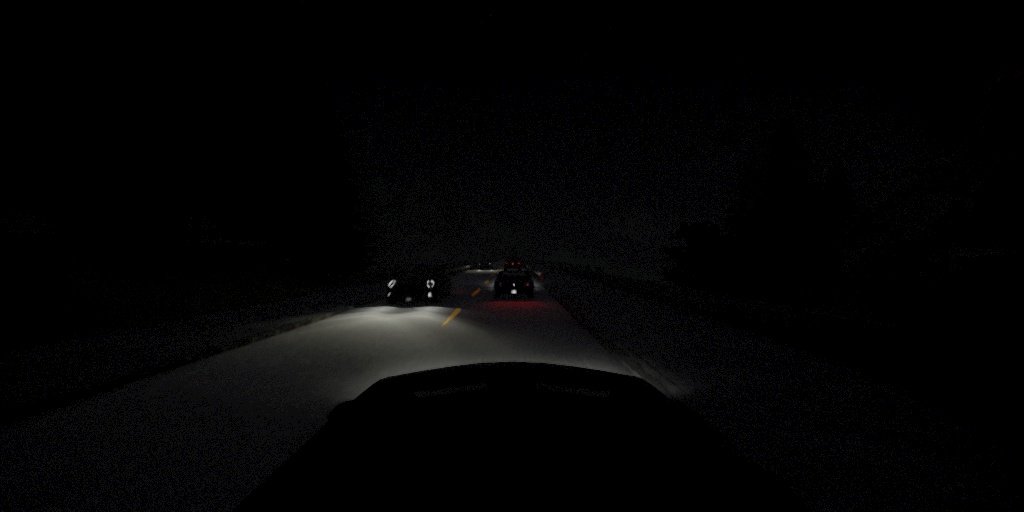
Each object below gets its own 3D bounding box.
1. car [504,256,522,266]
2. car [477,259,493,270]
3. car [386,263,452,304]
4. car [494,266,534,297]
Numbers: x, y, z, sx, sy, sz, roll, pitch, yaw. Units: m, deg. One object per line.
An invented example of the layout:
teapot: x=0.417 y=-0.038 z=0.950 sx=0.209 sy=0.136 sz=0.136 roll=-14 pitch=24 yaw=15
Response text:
car: x=0.096 y=1.044 z=47.227 sx=2.150 sy=2.045 sz=5.566 roll=0 pitch=0 yaw=0
car: x=-4.045 y=1.187 z=54.729 sx=2.097 sy=1.767 sz=4.553 roll=0 pitch=0 yaw=1
car: x=-4.100 y=1.125 z=16.457 sx=2.097 sy=1.767 sz=4.553 roll=0 pitch=0 yaw=0
car: x=0.095 y=1.378 z=19.018 sx=1.895 sy=1.301 sz=4.718 roll=0 pitch=0 yaw=0
